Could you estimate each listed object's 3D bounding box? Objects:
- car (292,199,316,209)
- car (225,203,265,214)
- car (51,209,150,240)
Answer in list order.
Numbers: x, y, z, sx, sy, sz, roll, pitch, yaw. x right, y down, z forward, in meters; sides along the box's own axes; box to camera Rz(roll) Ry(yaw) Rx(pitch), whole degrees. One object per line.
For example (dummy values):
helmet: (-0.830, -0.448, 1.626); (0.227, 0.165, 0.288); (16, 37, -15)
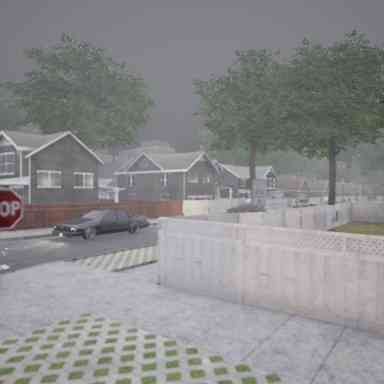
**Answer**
car: (15.459, 1.719, 45.797); (2.097, 1.767, 4.553); (0, 0, 36)
car: (5.113, 1.734, 31.464); (2.033, 1.411, 5.357); (0, 0, 35)
car: (-4.629, 1.632, 17.815); (2.033, 1.411, 5.357); (0, 0, 35)
